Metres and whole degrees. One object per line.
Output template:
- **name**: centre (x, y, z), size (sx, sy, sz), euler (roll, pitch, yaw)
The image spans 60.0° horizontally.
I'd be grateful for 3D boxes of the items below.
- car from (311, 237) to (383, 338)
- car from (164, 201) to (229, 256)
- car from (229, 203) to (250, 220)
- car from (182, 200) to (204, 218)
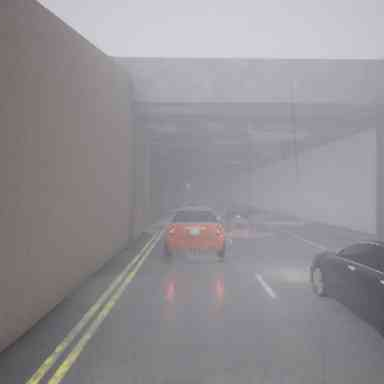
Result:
- **car**: centre (3.595, 1.508, 5.631), size (1.837, 1.490, 4.892), euler (0, 0, 0)
- **car**: centre (0.101, 1.356, 13.214), size (2.097, 1.767, 4.553), euler (0, 0, 0)
- **car**: centre (3.601, 1.609, 28.087), size (1.895, 1.301, 4.718), euler (0, 0, 0)
- **car**: centre (0.087, 1.534, 30.699), size (1.812, 1.442, 4.674), euler (0, 0, 0)
